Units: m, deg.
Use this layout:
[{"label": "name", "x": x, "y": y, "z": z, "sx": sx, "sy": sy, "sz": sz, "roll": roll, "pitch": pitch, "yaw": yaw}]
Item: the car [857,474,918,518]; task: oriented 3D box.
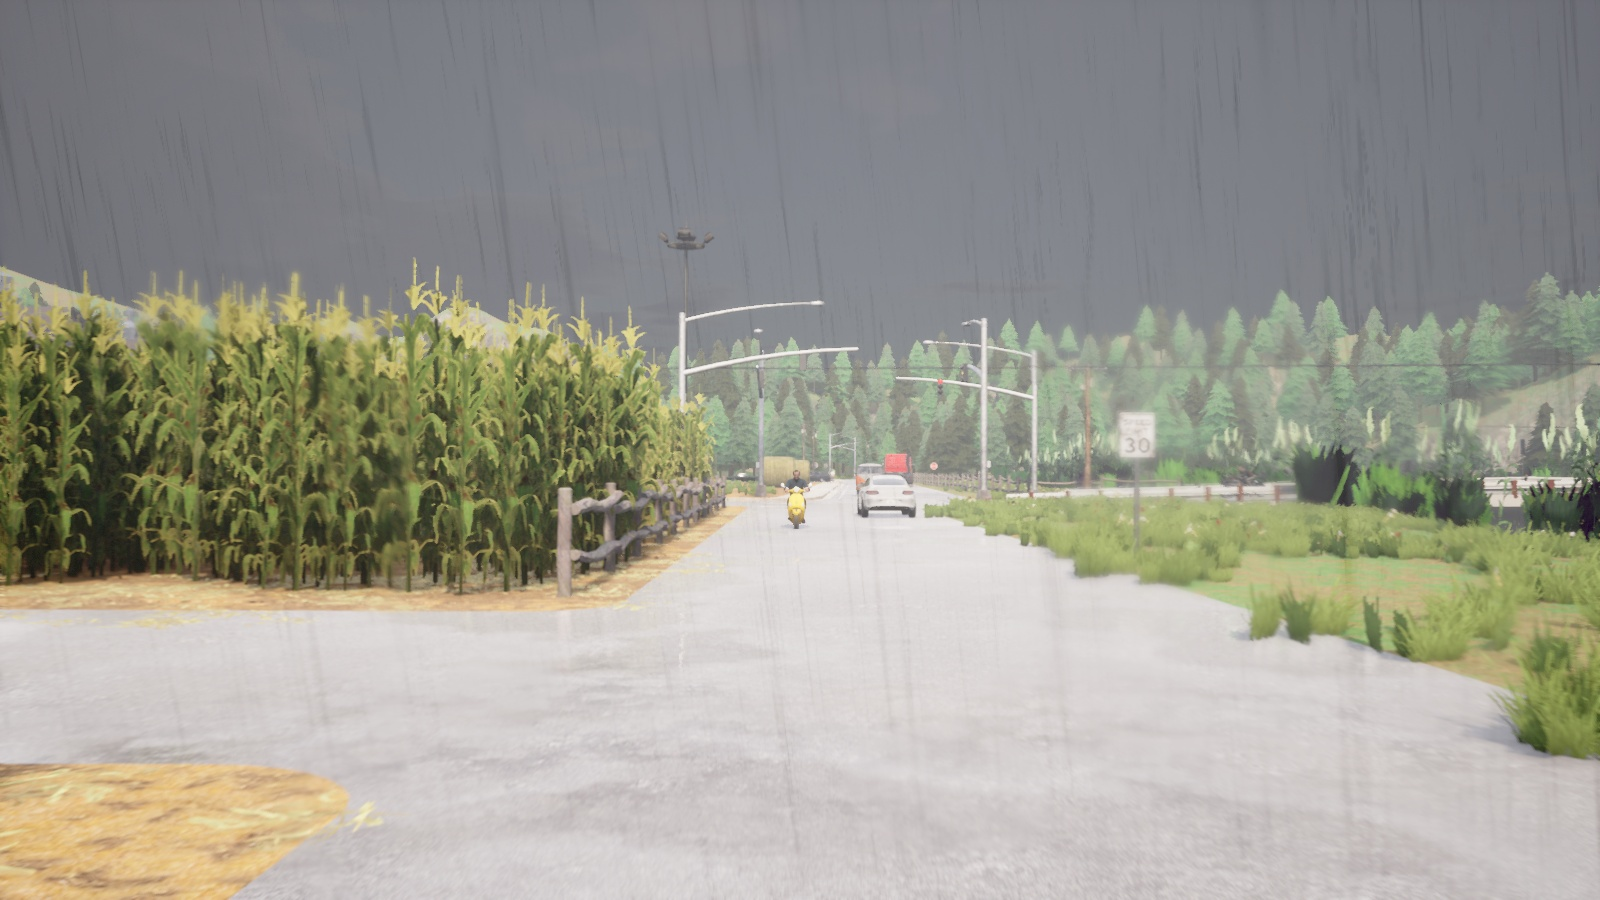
[{"label": "car", "x": 2.993, "y": 1.561, "z": 43.784, "sx": 1.812, "sy": 1.442, "sz": 4.674, "roll": 0, "pitch": -1, "yaw": 0}]

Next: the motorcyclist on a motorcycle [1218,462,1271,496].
[{"label": "motorcyclist on a motorcycle", "x": 21.373, "y": 1.405, "z": 60.434, "sx": 2.191, "sy": 1.530, "sz": 0.866, "roll": -3, "pitch": -1, "yaw": 5}]

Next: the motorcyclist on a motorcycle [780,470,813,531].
[{"label": "motorcyclist on a motorcycle", "x": -0.084, "y": 1.337, "z": 33.947, "sx": 0.866, "sy": 1.590, "sz": 1.817, "roll": 0, "pitch": -1, "yaw": 0}]

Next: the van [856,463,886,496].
[{"label": "van", "x": 4.331, "y": 1.810, "z": 77.340, "sx": 1.775, "sy": 1.987, "sz": 4.442, "roll": 0, "pitch": -1, "yaw": 3}]
